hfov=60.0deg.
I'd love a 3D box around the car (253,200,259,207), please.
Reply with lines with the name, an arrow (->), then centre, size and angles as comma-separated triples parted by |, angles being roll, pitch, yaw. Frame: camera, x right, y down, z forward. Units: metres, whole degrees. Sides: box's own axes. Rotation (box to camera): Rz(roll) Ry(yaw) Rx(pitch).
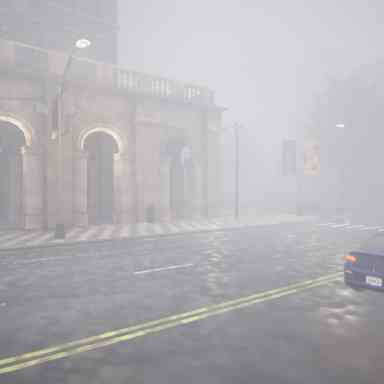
car -> 7.644, 1.351, 48.805 | 2.097, 1.767, 4.553 | 0, 0, -36

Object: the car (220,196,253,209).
car -> 5.797, 1.564, 45.377 | 1.994, 1.385, 4.181 | 0, 0, -36

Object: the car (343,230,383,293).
car -> 5.326, 1.526, 7.663 | 4.674, 1.442, 1.812 | 0, 0, -36

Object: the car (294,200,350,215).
car -> 13.093, 1.547, 34.520 | 2.033, 1.411, 5.357 | 0, 0, -29
